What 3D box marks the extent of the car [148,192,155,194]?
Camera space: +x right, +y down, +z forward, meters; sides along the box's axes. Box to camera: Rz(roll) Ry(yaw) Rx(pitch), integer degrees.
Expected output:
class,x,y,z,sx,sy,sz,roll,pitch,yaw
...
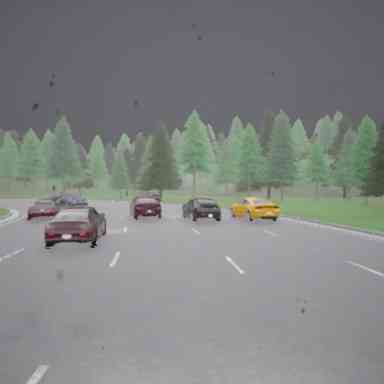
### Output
class,x,y,z,sx,sy,sz,roll,pitch,yaw
car,-6.009,0.843,44.240,1.837,1.490,4.892,0,0,-39

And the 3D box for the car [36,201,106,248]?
class,x,y,z,sx,sy,sz,roll,pitch,yaw
car,-4.640,1.322,13.637,1.812,1.442,4.674,0,1,-9

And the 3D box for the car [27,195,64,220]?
class,x,y,z,sx,sy,sz,roll,pitch,yaw
car,-10.845,1.200,24.550,1.994,1.385,4.181,0,1,-19

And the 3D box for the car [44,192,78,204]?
class,x,y,z,sx,sy,sz,roll,pitch,yaw
car,-18.103,0.811,45.783,4.902,1.511,2.128,0,1,37

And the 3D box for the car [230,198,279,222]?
class,x,y,z,sx,sy,sz,roll,pitch,yaw
car,4.163,1.133,22.895,1.882,1.535,5.008,0,1,-14

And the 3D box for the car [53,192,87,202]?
class,x,y,z,sx,sy,sz,roll,pitch,yaw
car,-13.281,1.003,36.622,2.033,1.411,5.357,-1,1,-40

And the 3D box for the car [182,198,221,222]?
class,x,y,z,sx,sy,sz,roll,pitch,yaw
car,0.556,1.160,22.943,1.837,1.490,4.892,0,1,-14

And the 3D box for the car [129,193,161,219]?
class,x,y,z,sx,sy,sz,roll,pitch,yaw
car,-3.567,1.106,24.824,1.882,1.535,5.008,0,1,-16
